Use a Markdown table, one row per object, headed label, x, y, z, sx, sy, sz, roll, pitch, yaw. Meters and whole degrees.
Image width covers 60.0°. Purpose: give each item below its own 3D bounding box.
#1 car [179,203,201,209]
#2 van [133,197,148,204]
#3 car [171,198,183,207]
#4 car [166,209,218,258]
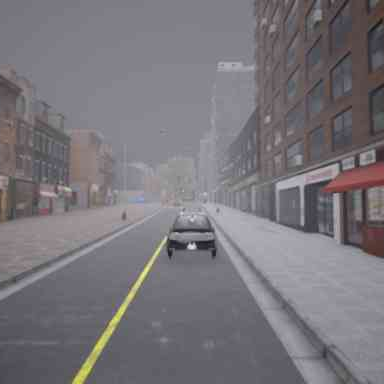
| label | x | y | z | sx | sy | sz | roll | pitch | yaw |
| --- | --- | --- | --- | --- | --- | --- | --- | --- | --- |
| car | -0.001 | 1.884 | 28.292 | 1.895 | 1.301 | 4.718 | 0 | 0 | 0 |
| van | -12.972 | 2.279 | 84.137 | 3.998 | 1.788 | 1.690 | 0 | -3 | 0 |
| car | -2.816 | 1.860 | 63.332 | 2.097 | 1.767 | 4.553 | 0 | -1 | 0 |
| car | 0.010 | 1.649 | 13.518 | 2.128 | 1.511 | 4.902 | 0 | 0 | 0 |
